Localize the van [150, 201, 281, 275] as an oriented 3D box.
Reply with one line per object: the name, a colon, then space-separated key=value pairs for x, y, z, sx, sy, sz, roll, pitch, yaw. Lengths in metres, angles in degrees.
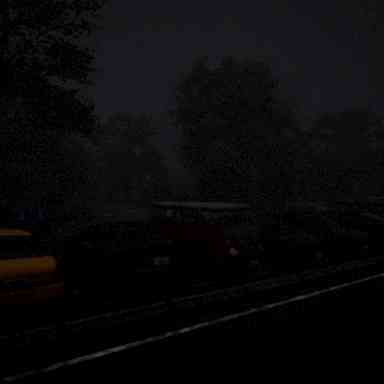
van: x=0.352 y=1.302 z=10.595 sx=1.878 sy=1.987 sz=4.442 roll=1 pitch=0 yaw=-36

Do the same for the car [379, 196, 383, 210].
car: x=30.935 y=1.710 z=48.680 sx=2.435 sy=2.045 sz=5.566 roll=0 pitch=0 yaw=-36

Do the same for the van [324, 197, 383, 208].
van: x=9.470 y=1.406 z=17.121 sx=1.878 sy=1.987 sz=4.442 roll=1 pitch=0 yaw=-36

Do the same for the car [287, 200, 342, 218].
car: x=12.968 y=1.757 z=35.627 sx=1.946 sy=1.575 sz=5.366 roll=1 pitch=0 yaw=-36

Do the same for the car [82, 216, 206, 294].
car: x=-2.014 y=1.531 z=9.081 sx=2.163 sy=1.488 sz=4.792 roll=1 pitch=0 yaw=-36

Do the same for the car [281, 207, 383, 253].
car: x=4.858 y=1.609 z=13.928 sx=2.163 sy=1.488 sz=4.792 roll=1 pitch=0 yaw=-36

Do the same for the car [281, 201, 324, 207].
car: x=10.599 y=1.735 z=34.166 sx=2.231 sy=1.521 sz=4.892 roll=1 pitch=0 yaw=-36

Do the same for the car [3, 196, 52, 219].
car: x=-9.889 y=1.249 z=19.458 sx=2.435 sy=2.045 sz=5.566 roll=1 pitch=0 yaw=-36

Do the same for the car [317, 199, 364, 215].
car: x=17.356 y=1.686 z=39.033 sx=2.185 sy=1.767 sz=4.553 roll=1 pitch=0 yaw=-36

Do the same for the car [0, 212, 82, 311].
car: x=-4.384 y=1.473 z=7.576 sx=1.946 sy=1.575 sz=5.366 roll=1 pitch=0 yaw=-36

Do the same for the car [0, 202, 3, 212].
car: x=-12.052 y=1.224 z=17.909 sx=2.435 sy=2.045 sz=5.566 roll=1 pitch=0 yaw=-36

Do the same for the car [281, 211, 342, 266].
car: x=2.579 y=1.583 z=12.297 sx=2.163 sy=1.488 sz=4.792 roll=1 pitch=0 yaw=-36

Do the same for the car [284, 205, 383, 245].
car: x=7.124 y=1.606 z=15.579 sx=2.097 sy=1.535 sz=5.008 roll=1 pitch=0 yaw=-36

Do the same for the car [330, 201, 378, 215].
car: x=19.648 y=1.867 z=40.600 sx=2.163 sy=1.488 sz=4.792 roll=1 pitch=0 yaw=-36

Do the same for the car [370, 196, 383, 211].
car: x=28.644 y=1.689 z=47.110 sx=2.435 sy=2.045 sz=5.566 roll=1 pitch=0 yaw=-36
